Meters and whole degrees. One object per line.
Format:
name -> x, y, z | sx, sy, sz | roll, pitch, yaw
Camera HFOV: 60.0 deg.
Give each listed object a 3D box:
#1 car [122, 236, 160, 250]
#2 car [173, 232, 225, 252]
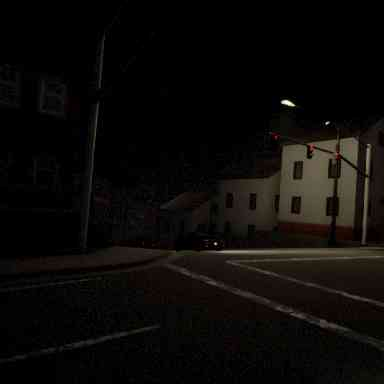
car -> -4.797, 4.814, 30.833 | 1.882, 1.535, 5.008 | 6, -15, -35
car -> 0.414, 3.531, 23.618 | 1.994, 1.385, 4.181 | 6, -12, -35
